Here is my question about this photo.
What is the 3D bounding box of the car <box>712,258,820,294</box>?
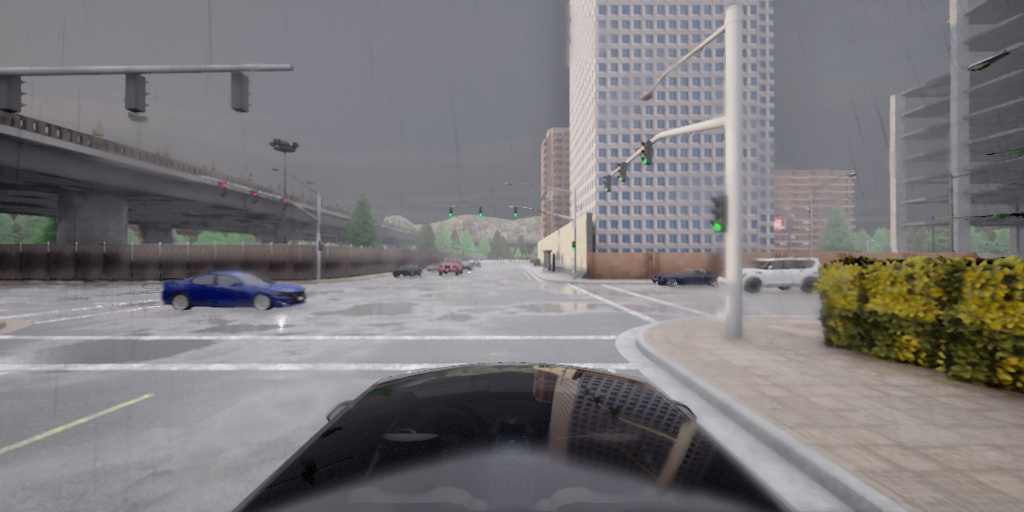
[{"bbox_3d":[15.521,1.138,21.502,5.566,2.045,2.150,0,0,0],"label":"car"}]

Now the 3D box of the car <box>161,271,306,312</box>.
[{"bbox_3d":[-10.960,1.377,14.343,5.008,1.535,1.882,1,0,0],"label":"car"}]

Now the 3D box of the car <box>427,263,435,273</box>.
[{"bbox_3d":[-10.599,1.631,50.229,1.895,1.301,4.718,0,0,0],"label":"car"}]

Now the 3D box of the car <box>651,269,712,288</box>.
[{"bbox_3d":[12.314,1.541,24.991,4.718,1.301,1.895,0,0,0],"label":"car"}]

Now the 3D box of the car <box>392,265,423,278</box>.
[{"bbox_3d":[-10.620,1.553,36.779,1.895,1.301,4.718,0,0,1],"label":"car"}]

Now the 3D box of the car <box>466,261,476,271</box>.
[{"bbox_3d":[-7.091,1.535,54.831,1.882,1.535,5.008,0,0,0],"label":"car"}]

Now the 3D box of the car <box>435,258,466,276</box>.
[{"bbox_3d":[-7.094,1.205,42.028,2.150,2.045,5.566,0,0,0],"label":"car"}]
